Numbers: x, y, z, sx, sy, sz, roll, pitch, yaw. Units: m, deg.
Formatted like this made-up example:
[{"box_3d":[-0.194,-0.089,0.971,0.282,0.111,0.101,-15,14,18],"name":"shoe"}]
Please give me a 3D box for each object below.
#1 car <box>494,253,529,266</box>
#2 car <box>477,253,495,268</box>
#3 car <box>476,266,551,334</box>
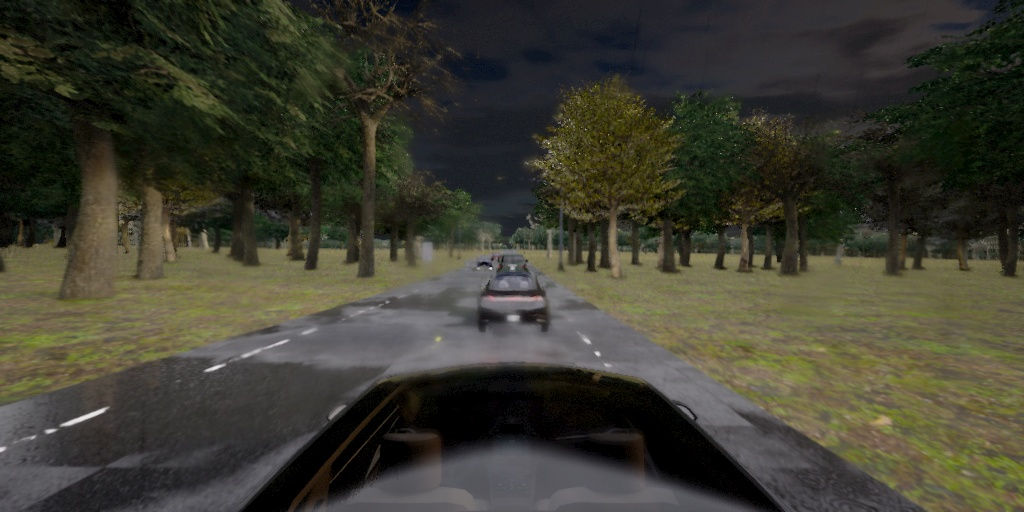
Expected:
[{"box_3d":[0.060,0.850,27.109,2.150,2.045,5.566,0,1,0],"name":"car"},{"box_3d":[-3.923,0.704,51.437,2.097,1.767,4.553,0,1,-3],"name":"car"},{"box_3d":[0.053,1.211,10.610,2.128,1.511,4.902,0,0,1],"name":"car"}]
